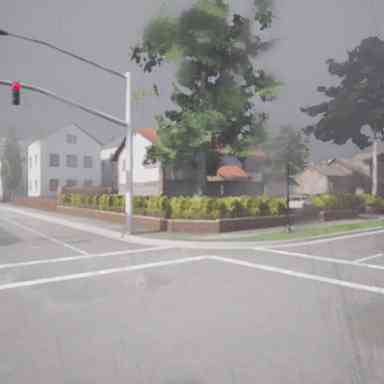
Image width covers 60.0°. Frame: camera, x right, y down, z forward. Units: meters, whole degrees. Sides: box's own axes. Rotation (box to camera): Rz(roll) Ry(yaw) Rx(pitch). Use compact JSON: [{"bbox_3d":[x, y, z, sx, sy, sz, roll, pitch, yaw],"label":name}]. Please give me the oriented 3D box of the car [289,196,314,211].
[{"bbox_3d":[11.013,1.125,33.431,1.970,1.475,3.806,0,0,-36],"label":"car"}]
